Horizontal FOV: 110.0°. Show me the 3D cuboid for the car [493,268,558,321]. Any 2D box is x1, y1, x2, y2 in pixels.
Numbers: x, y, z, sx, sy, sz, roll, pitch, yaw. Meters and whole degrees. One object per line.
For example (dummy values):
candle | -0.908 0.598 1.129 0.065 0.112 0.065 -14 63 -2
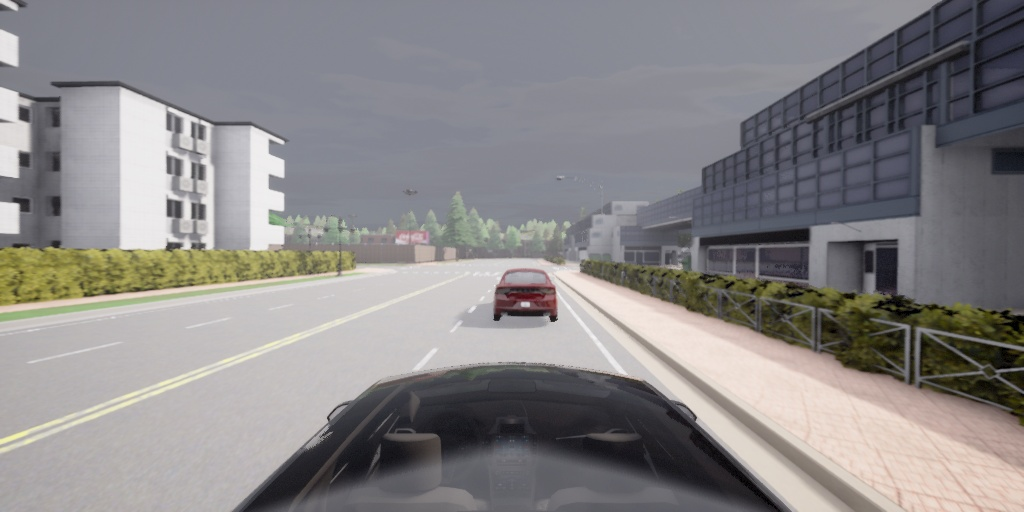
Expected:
car | 0.440 1.143 12.176 1.882 1.535 5.008 0 0 2
